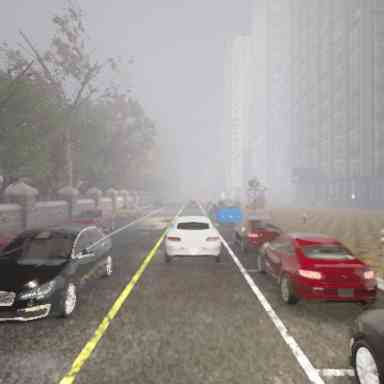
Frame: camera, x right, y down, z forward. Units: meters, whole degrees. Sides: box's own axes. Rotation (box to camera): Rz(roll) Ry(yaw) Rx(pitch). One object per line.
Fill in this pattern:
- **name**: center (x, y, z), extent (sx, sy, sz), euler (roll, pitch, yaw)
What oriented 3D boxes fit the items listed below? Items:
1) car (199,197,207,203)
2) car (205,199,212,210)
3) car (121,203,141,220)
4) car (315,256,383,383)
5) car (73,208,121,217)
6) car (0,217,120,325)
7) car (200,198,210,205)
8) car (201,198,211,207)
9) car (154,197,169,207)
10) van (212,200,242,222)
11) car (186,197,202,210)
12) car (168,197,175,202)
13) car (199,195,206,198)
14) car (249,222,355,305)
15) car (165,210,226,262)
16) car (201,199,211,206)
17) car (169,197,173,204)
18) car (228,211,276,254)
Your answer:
- **car**: center (2.678, 1.934, 81.106), extent (1.967, 1.590, 4.097), euler (0, 0, 0)
- **car**: center (2.685, 1.780, 36.049), extent (1.802, 1.307, 4.206), euler (0, 0, 0)
- **car**: center (-5.694, 1.689, 30.247), extent (1.752, 1.417, 4.829), euler (0, 0, 0)
- **car**: center (2.690, 1.563, 2.257), extent (2.008, 1.369, 4.403), euler (0, 0, 0)
- **car**: center (-5.693, 1.645, 19.152), extent (1.887, 1.381, 4.507), euler (0, 0, 0)
- **car**: center (-3.101, 1.543, 7.498), extent (1.837, 1.490, 4.892), euler (0, 0, 0)
- **car**: center (2.679, 1.962, 69.842), extent (2.008, 1.369, 4.403), euler (0, 0, 0)
- **car**: center (2.684, 1.848, 47.314), extent (1.802, 1.307, 4.206), euler (0, 0, 0)
- **car**: center (-5.698, 1.901, 58.577), extent (1.947, 1.339, 4.313), euler (0, 0, 0)
- **van**: center (2.687, 1.474, 24.788), extent (1.690, 1.788, 3.998), euler (0, 0, 0)
- **car**: center (0.094, 1.794, 47.562), extent (1.812, 1.442, 4.674), euler (0, 0, 0)
- **car**: center (-5.704, 2.159, 92.370), extent (1.802, 1.307, 4.206), euler (0, 0, 0)
- **car**: center (2.682, 1.775, 58.580), extent (1.967, 1.590, 4.097), euler (0, 0, 0)
- **car**: center (2.689, 1.623, 7.889), extent (1.802, 1.307, 4.206), euler (0, 0, 0)
- **car**: center (0.030, 1.589, 12.250), extent (1.812, 1.442, 4.674), euler (0, 0, 0)
- **car**: center (2.680, 1.954, 64.210), extent (1.802, 1.307, 4.206), euler (0, 0, 0)
- **car**: center (-5.701, 1.851, 69.842), extent (1.967, 1.590, 4.097), euler (0, 0, 0)
- **car**: center (2.689, 1.653, 13.521), extent (1.802, 1.307, 4.206), euler (0, 0, 0)
